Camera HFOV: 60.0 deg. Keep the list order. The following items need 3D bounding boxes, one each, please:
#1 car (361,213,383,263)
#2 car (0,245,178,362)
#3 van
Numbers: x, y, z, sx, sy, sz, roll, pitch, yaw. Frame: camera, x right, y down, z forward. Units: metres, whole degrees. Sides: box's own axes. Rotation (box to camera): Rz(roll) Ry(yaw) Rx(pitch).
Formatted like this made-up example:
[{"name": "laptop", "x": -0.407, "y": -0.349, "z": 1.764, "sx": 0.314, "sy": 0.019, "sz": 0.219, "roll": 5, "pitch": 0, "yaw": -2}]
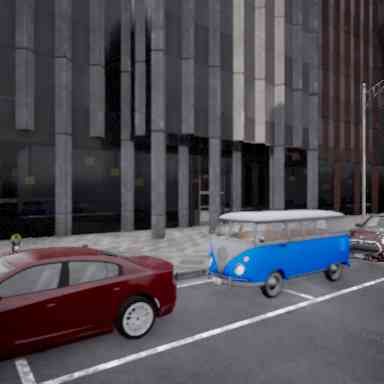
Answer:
[{"name": "car", "x": 6.830, "y": 1.471, "z": 11.526, "sx": 4.097, "sy": 1.590, "sz": 1.967, "roll": 0, "pitch": 0, "yaw": -36}, {"name": "car", "x": -2.347, "y": 1.547, "z": 4.978, "sx": 4.507, "sy": 1.381, "sz": 1.887, "roll": 0, "pitch": 0, "yaw": -36}, {"name": "van", "x": 2.242, "y": 1.357, "z": 8.252, "sx": 3.998, "sy": 1.788, "sz": 1.690, "roll": 0, "pitch": 0, "yaw": -36}]
